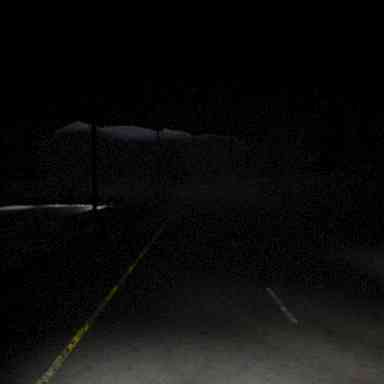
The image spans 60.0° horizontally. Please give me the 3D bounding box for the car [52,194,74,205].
[{"bbox_3d":[-17.537,0.986,46.109,2.033,1.411,5.357,0,1,1],"label":"car"}]

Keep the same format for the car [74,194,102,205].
[{"bbox_3d":[-14.037,0.986,46.108,2.033,1.411,5.357,0,1,1],"label":"car"}]

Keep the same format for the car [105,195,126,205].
[{"bbox_3d":[-10.544,1.039,46.103,1.895,1.301,4.718,0,1,1],"label":"car"}]

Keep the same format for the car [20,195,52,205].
[{"bbox_3d":[-21.052,1.076,44.534,1.895,1.301,4.718,0,1,1],"label":"car"}]
